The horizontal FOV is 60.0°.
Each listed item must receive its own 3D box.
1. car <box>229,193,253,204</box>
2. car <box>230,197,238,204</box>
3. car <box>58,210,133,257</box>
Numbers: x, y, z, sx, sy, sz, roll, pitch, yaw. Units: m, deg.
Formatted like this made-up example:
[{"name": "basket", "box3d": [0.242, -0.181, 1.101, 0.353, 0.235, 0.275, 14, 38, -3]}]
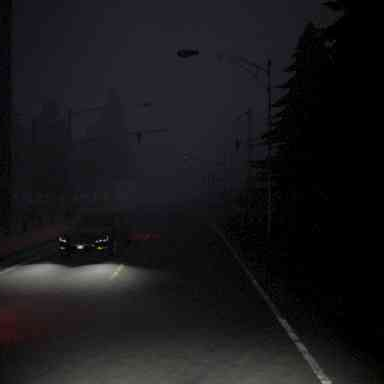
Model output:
[{"name": "car", "box3d": [8.393, 1.093, 57.143, 3.866, 1.878, 1.905, 0, 0, -1]}, {"name": "car", "box3d": [8.810, 1.093, 54.633, 4.605, 1.855, 1.932, 0, 0, -1]}, {"name": "car", "box3d": [-3.536, 1.493, 13.006, 1.837, 1.490, 4.892, 0, 0, 0]}]
